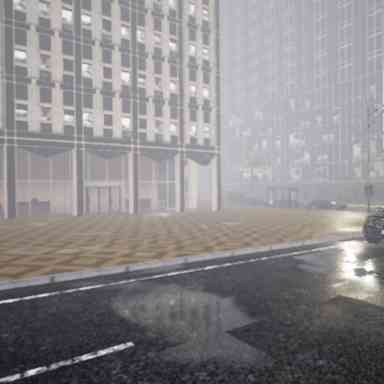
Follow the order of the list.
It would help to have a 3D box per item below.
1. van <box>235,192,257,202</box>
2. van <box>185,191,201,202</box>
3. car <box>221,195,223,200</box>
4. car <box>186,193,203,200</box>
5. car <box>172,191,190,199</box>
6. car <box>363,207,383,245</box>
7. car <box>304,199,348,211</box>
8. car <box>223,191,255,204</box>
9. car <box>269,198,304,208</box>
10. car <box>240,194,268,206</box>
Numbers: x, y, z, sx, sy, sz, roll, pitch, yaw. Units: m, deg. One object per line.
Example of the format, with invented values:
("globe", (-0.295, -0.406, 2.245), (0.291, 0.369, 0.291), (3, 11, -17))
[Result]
("van", (10.069, 0.924, 62.334), (1.690, 1.788, 3.998), (0, 1, -34))
("van", (-0.056, 0.994, 62.308), (1.690, 1.788, 3.998), (0, 1, -34))
("car", (6.867, 1.113, 67.032), (1.802, 1.307, 4.206), (0, 1, -34))
("car", (0.461, 1.007, 76.423), (1.802, 1.307, 4.206), (0, 1, -34))
("car", (-2.742, 0.687, 81.115), (2.192, 1.841, 5.009), (0, 1, -34))
("car", (9.858, 1.242, 14.674), (5.566, 2.045, 2.150), (0, 0, -35))
("car", (15.851, 1.477, 38.762), (1.947, 1.339, 4.313), (0, 1, -34))
("car", (8.169, 0.935, 54.859), (2.150, 2.045, 5.566), (-1, 1, -34))
("car", (12.662, 1.442, 43.469), (1.802, 1.307, 4.206), (0, 1, -34))
("car", (9.507, 1.374, 48.197), (1.947, 1.339, 4.313), (0, 1, -34))
